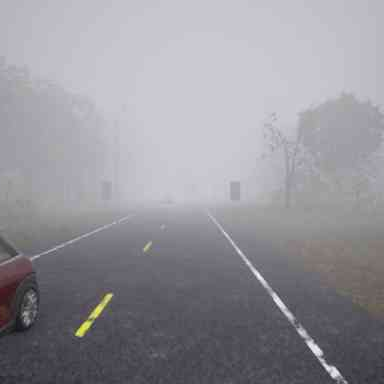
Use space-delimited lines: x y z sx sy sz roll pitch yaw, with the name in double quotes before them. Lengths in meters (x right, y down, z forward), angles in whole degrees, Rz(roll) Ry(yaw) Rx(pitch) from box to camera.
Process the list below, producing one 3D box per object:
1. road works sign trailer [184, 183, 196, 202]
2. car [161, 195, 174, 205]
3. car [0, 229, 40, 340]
"road works sign trailer" -0.439 0.110 65.107 2.380 3.560 2.880 0 0 1
"car" -3.863 1.189 53.283 1.882 1.535 5.008 0 0 0
"car" -3.605 1.331 3.680 2.097 1.767 4.553 0 0 0
